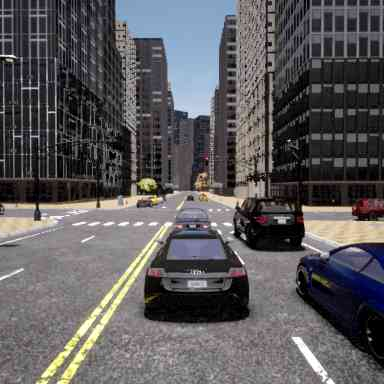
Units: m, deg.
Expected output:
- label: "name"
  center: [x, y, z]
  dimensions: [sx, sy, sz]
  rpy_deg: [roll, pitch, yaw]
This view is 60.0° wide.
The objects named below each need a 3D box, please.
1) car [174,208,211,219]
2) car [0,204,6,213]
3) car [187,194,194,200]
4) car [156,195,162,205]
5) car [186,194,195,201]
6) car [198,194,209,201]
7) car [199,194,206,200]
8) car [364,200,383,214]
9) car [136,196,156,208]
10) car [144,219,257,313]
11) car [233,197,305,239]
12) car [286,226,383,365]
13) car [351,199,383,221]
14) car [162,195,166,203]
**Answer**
- label: "car"
  center: [0.021, 1.538, 16.994]
  dimensions: [2.033, 1.411, 5.357]
  rpy_deg: [0, 0, 0]
- label: "car"
  center: [-19.947, 1.345, 30.927]
  dimensions: [4.892, 1.490, 1.837]
  rpy_deg: [1, 1, 1]
- label: "car"
  center: [-0.418, 1.387, 89.461]
  dimensions: [1.882, 1.535, 5.008]
  rpy_deg: [0, 0, 0]
- label: "car"
  center: [-6.849, 1.433, 57.096]
  dimensions: [1.882, 1.535, 5.008]
  rpy_deg: [0, 0, 0]
- label: "car"
  center: [-0.371, 1.426, 79.402]
  dimensions: [1.837, 1.490, 4.892]
  rpy_deg: [0, 0, 0]
- label: "car"
  center: [2.883, 1.396, 78.641]
  dimensions: [1.882, 1.535, 5.008]
  rpy_deg: [0, 0, 0]
- label: "car"
  center: [2.834, 1.242, 89.058]
  dimensions: [1.837, 1.490, 4.892]
  rpy_deg: [0, 0, 0]
- label: "car"
  center: [21.641, 1.643, 36.225]
  dimensions: [4.829, 1.417, 1.752]
  rpy_deg: [1, 0, 1]
- label: "car"
  center: [-6.815, 1.529, 48.167]
  dimensions: [1.994, 1.385, 4.181]
  rpy_deg: [0, 0, 0]
- label: "car"
  center: [0.066, 1.560, 7.772]
  dimensions: [1.994, 1.385, 4.181]
  rpy_deg: [0, 0, -1]
- label: "car"
  center: [3.305, 1.213, 15.224]
  dimensions: [2.150, 2.045, 5.566]
  rpy_deg: [0, 0, -2]
- label: "car"
  center: [3.333, 1.561, 5.803]
  dimensions: [1.994, 1.385, 4.181]
  rpy_deg: [0, 0, -1]
- label: "car"
  center: [16.072, 1.520, 27.913]
  dimensions: [5.009, 1.841, 2.192]
  rpy_deg: [1, 0, 1]
- label: "car"
  center: [-6.841, 1.469, 66.544]
  dimensions: [1.812, 1.442, 4.674]
  rpy_deg: [0, 0, 0]
